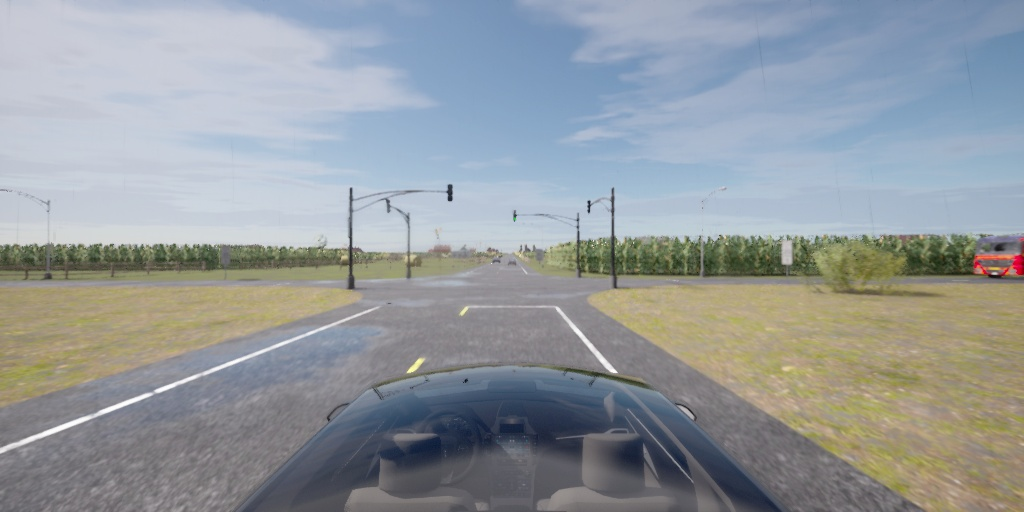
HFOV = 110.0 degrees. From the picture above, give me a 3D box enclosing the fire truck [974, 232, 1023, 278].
[{"bbox_3d":[43.771,-0.018,29.445,8.468,3.827,2.891,0,0,0],"label":"fire truck"}]
